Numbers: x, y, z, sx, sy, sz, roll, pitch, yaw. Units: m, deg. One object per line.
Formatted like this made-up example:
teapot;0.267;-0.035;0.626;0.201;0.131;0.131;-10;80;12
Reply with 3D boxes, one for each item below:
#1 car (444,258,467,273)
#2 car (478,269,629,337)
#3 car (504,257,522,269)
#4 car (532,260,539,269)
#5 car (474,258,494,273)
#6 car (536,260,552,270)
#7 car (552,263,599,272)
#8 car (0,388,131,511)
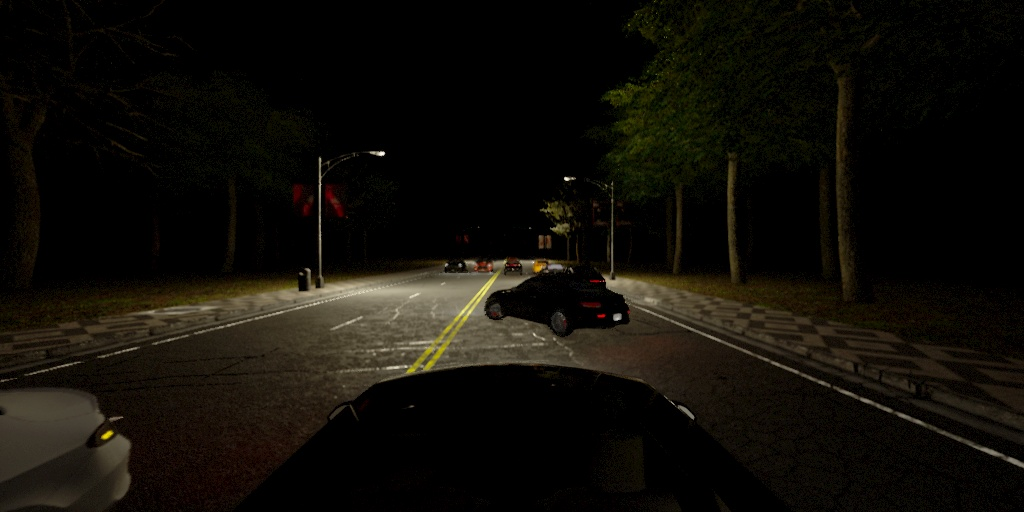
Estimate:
car;-6.574;1.034;42.152;2.097;1.767;4.553;0;0;0
car;1.087;1.267;10.305;1.812;1.442;4.674;0;0;-37
car;0.120;1.178;39.293;2.128;1.511;4.902;0;0;0
car;3.269;1.165;39.462;1.882;1.535;5.008;0;0;0
car;-3.323;1.033;42.677;2.097;1.767;4.553;0;0;0
car;3.264;1.272;28.462;1.994;1.385;4.181;0;0;0
car;3.258;1.233;17.462;1.837;1.490;4.892;0;0;0
car;-3.350;1.276;0.358;1.812;1.442;4.674;0;0;0
